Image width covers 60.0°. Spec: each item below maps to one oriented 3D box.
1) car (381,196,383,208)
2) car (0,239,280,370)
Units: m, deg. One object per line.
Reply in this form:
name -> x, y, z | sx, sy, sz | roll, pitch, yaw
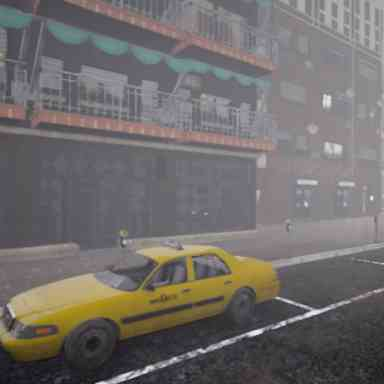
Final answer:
car -> 25.192, 1.417, 43.170 | 2.192, 1.841, 5.009 | 2, 0, -36
car -> -0.548, 1.544, 5.702 | 4.829, 1.417, 1.752 | 0, 0, -35
